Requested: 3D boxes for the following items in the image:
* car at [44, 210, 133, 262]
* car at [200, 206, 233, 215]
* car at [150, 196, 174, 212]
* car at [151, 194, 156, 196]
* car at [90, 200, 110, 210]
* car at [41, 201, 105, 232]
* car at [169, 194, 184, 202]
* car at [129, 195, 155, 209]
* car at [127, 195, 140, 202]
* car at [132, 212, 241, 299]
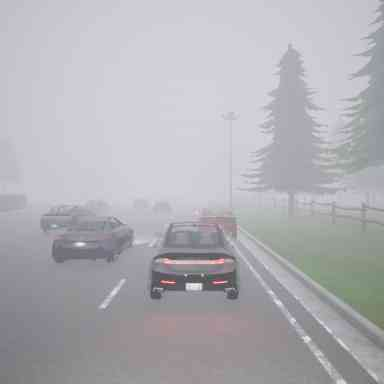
[{"bbox_3d":[-3.392,1.564,12.093,1.994,1.385,4.181,0,0,0],"label":"car"},{"bbox_3d":[1.238,1.478,17.749,1.882,1.535,5.008,0,0,0],"label":"car"},{"bbox_3d":[-3.386,1.525,38.501,1.812,1.442,4.674,0,0,0],"label":"car"},{"bbox_3d":[-10.438,1.478,85.612,1.882,1.535,5.008,0,0,0],"label":"car"},{"bbox_3d":[-10.373,1.547,36.184,2.033,1.411,5.357,0,0,0],"label":"car"},{"bbox_3d":[-6.885,1.491,19.073,2.128,1.511,4.902,0,0,0],"label":"car"},{"bbox_3d":[-3.424,1.517,73.454,2.128,1.511,4.902,0,0,0],"label":"car"},{"bbox_3d":[-6.867,1.491,45.830,2.128,1.511,4.902,0,0,0],"label":"car"},{"bbox_3d":[-13.942,1.525,79.723,2.128,1.511,4.902,0,0,0],"label":"car"},{"bbox_3d":[0.058,1.492,8.408,2.128,1.511,4.902,0,0,0],"label":"car"}]
